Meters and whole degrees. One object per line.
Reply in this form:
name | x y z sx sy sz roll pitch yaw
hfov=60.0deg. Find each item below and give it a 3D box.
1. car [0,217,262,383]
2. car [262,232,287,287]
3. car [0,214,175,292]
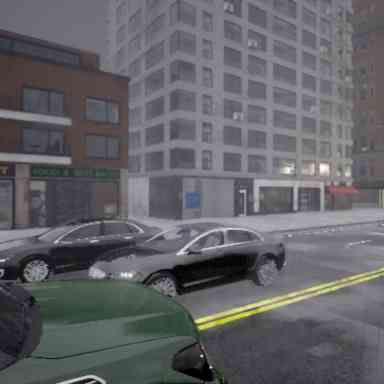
car | -2.384 1.221 1.738 5.566 2.045 2.150 0 0 -35
car | 0.114 1.494 7.755 4.902 1.511 2.128 0 0 -35
car | -3.039 1.506 9.500 4.892 1.490 1.837 0 0 -35
